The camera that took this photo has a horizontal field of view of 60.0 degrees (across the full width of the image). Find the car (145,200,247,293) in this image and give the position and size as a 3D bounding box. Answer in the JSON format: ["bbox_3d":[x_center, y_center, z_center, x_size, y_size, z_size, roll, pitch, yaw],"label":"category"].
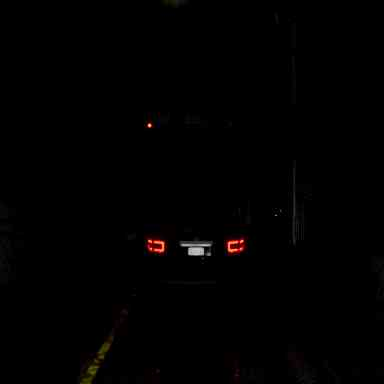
[{"bbox_3d":[0.079,1.222,9.010,2.150,2.045,5.566,0,0,0],"label":"car"}]

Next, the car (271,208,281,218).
[{"bbox_3d":[9.048,1.587,27.633,4.718,1.301,1.895,0,0,-10],"label":"car"}]
